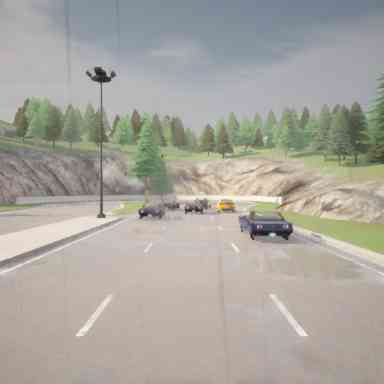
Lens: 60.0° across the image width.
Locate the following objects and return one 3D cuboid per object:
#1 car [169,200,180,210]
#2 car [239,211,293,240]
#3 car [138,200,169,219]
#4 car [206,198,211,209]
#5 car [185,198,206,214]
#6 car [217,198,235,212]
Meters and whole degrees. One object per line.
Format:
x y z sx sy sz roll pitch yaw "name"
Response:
-2.694 1.601 41.960 1.895 1.301 4.718 0 0 7 "car"
3.595 1.601 17.089 1.895 1.301 4.718 0 0 0 "car"
-3.397 1.600 29.138 1.895 1.301 4.718 0 0 0 "car"
1.388 1.491 44.566 2.128 1.511 4.902 0 0 12 "car"
0.254 1.601 35.366 1.895 1.301 4.718 0 0 2 "car"
3.938 1.478 38.842 1.882 1.535 5.008 0 0 4 "car"
